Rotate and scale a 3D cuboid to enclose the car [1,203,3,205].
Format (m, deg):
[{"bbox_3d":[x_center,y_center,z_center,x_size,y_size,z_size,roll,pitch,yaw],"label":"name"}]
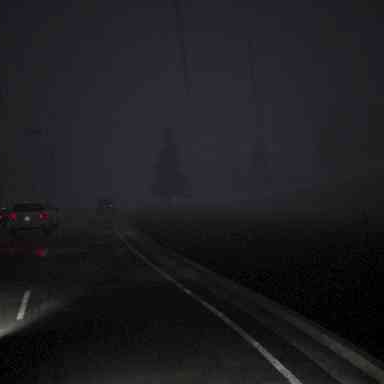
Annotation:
[{"bbox_3d":[-30.879,2.562,55.439,1.837,1.490,4.892,-1,-1,-5],"label":"car"}]

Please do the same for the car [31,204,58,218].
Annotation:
[{"bbox_3d":[-17.366,2.215,39.406,1.812,1.442,4.674,-1,0,-8],"label":"car"}]

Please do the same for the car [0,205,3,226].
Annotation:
[{"bbox_3d":[-14.642,1.998,25.538,1.837,1.490,4.892,-1,-1,-13],"label":"car"}]

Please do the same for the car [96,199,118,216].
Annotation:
[{"bbox_3d":[-10.687,1.851,41.942,2.150,2.045,5.566,-1,0,-8],"label":"car"}]

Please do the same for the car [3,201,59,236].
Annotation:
[{"bbox_3d":[-10.032,1.606,21.479,2.150,2.045,5.566,-1,-1,-15],"label":"car"}]

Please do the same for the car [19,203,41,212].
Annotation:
[{"bbox_3d":[-27.483,2.590,56.685,1.994,1.385,4.181,-1,-1,-5],"label":"car"}]
